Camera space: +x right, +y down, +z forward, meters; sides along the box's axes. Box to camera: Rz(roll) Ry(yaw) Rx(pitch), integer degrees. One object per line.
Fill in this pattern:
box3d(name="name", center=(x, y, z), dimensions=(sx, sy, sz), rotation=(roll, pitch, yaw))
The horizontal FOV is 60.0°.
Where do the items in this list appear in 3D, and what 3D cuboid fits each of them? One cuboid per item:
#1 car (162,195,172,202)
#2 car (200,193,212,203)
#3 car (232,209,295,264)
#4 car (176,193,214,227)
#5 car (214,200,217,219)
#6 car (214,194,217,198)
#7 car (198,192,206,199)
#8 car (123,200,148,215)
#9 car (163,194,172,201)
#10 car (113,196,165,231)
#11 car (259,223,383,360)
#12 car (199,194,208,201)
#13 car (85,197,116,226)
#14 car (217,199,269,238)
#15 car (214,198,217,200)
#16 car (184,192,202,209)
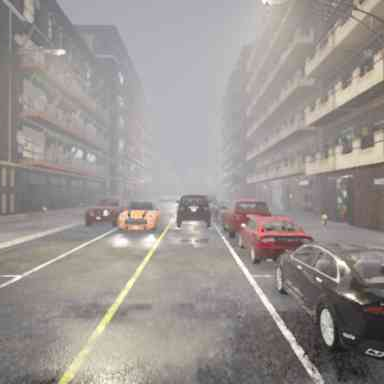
box3d(name="car", center=(-5.645, 1.365, 67.196), dimensions=(2.008, 1.369, 4.403), rotation=(1, 0, 0))
box3d(name="car", center=(2.738, 1.128, 67.158), dimensions=(2.192, 1.841, 5.009), rotation=(1, 0, 0))
box3d(name="car", center=(2.707, 1.511, 11.479), dimensions=(1.887, 1.381, 4.507), rotation=(1, 0, 0))
box3d(name="car", center=(0.114, 1.156, 22.551), dimensions=(2.150, 2.045, 5.566), rotation=(0, 0, 0))
box3d(name="car", center=(2.712, 1.485, 22.615), dimensions=(2.008, 1.369, 4.403), rotation=(1, 0, 0))
box3d(name="car", center=(2.729, 1.172, 50.454), dimensions=(2.192, 1.841, 5.009), rotation=(1, 0, 0))
box3d(name="car", center=(2.753, 1.059, 94.998), dimensions=(2.192, 1.841, 5.009), rotation=(1, 0, 0))
box3d(name="car", center=(-5.663, 1.486, 33.789), dimensions=(1.802, 1.307, 4.206), rotation=(1, 0, 0))
box3d(name="car", center=(-5.639, 1.311, 78.163), dimensions=(1.752, 1.417, 4.829), rotation=(1, 0, 0))
box3d(name="car", center=(-2.989, 1.301, 19.935), dimensions=(2.097, 1.767, 4.553), rotation=(0, 0, 0))
box3d(name="car", center=(2.704, 1.533, 5.911), dimensions=(2.008, 1.369, 4.403), rotation=(1, 0, 0))
box3d(name="car", center=(2.742, 1.225, 78.294), dimensions=(1.967, 1.590, 4.097), rotation=(1, 0, 0))
box3d(name="car", center=(-5.665, 1.250, 22.652), dimensions=(2.192, 1.841, 5.009), rotation=(1, 0, 0))
box3d(name="car", center=(2.712, 1.265, 17.046), dimensions=(2.192, 1.841, 5.009), rotation=(1, 0, 0))
box3d(name="car", center=(2.715, 1.484, 28.183), dimensions=(1.947, 1.339, 4.313), rotation=(1, 0, 0))
box3d(name="car", center=(0.124, 1.095, 44.387), dimensions=(2.150, 2.045, 5.566), rotation=(0, 0, 0))
